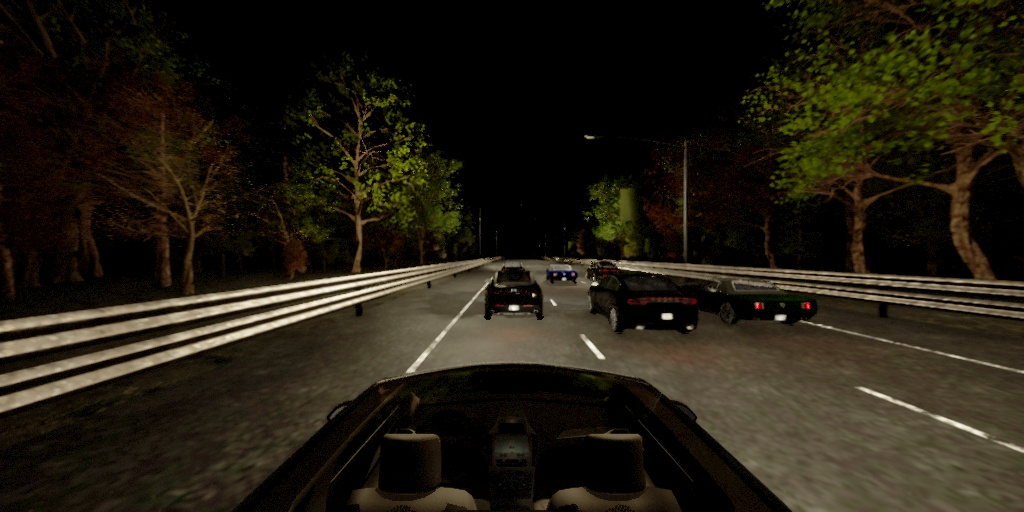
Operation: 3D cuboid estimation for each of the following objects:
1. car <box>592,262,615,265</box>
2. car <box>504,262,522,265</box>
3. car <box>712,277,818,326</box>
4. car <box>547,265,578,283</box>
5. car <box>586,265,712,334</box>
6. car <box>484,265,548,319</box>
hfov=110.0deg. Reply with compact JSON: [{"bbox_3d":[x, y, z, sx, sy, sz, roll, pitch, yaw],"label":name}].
[{"bbox_3d":[7.064,1.191,28.116,1.837,1.490,4.892,0,1,0],"label":"car"},{"bbox_3d":[0.065,1.177,28.062,2.128,1.511,4.902,0,0,0],"label":"car"},{"bbox_3d":[7.060,1.328,11.626,1.895,1.301,4.718,0,0,0],"label":"car"},{"bbox_3d":[3.556,1.289,26.621,1.895,1.301,4.718,0,0,0],"label":"car"},{"bbox_3d":[3.555,1.207,10.643,1.882,1.535,5.008,0,0,0],"label":"car"},{"bbox_3d":[0.067,1.229,12.705,1.837,1.490,4.892,0,0,0],"label":"car"}]
